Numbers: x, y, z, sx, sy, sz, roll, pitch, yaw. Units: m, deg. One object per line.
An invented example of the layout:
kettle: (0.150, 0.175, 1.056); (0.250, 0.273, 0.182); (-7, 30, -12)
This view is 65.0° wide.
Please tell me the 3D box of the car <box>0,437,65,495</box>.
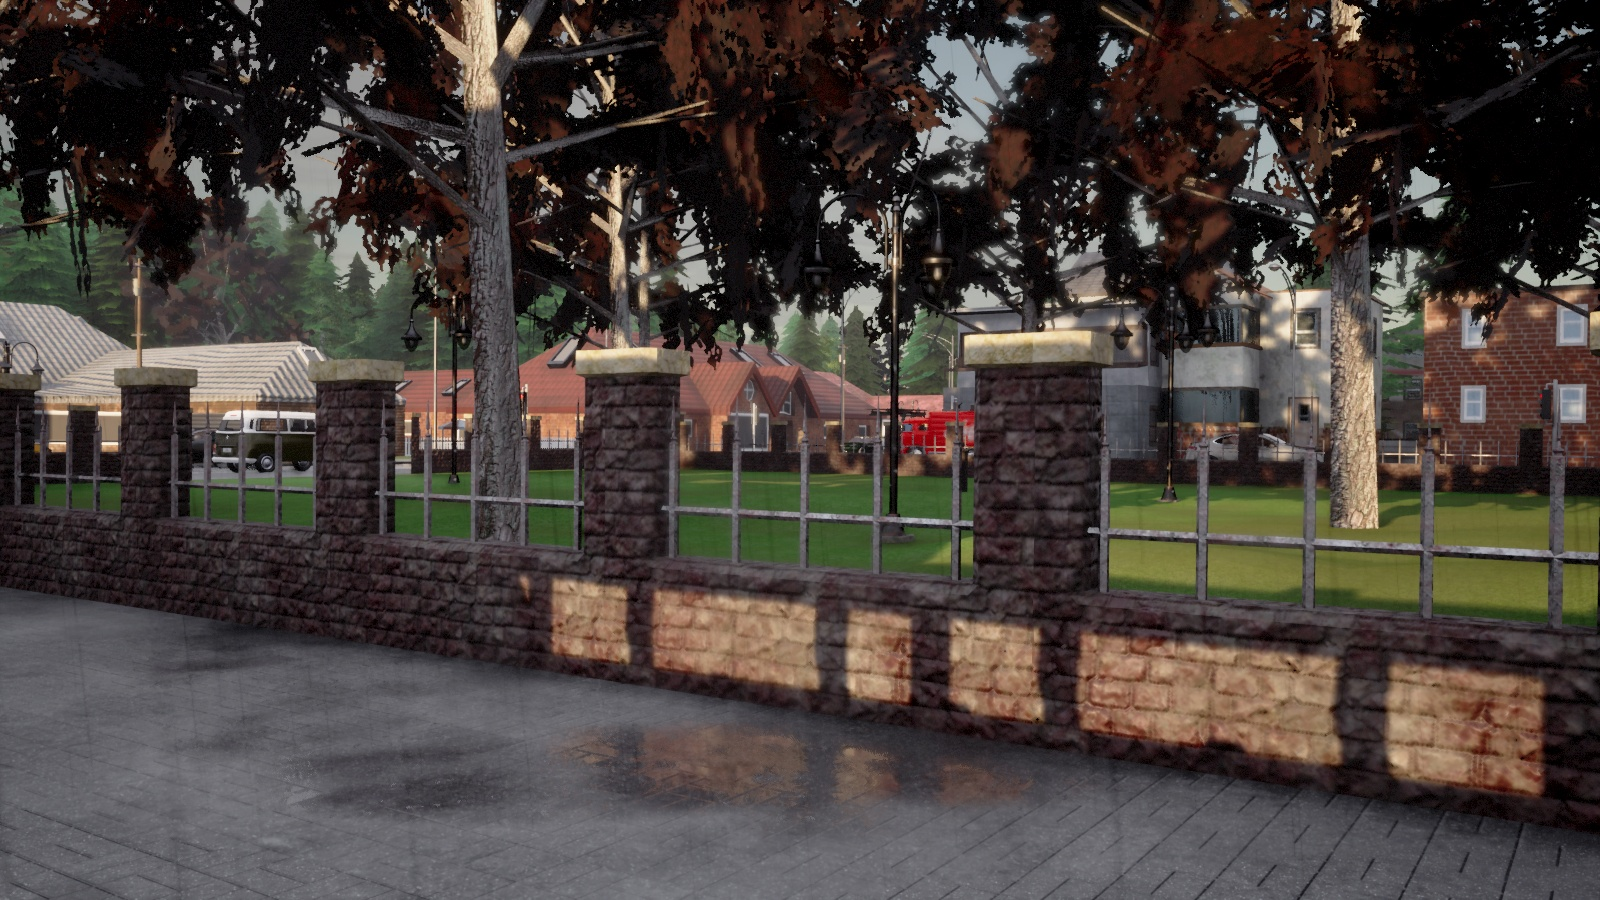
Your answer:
car: (-22.672, 0.457, 33.476); (1.882, 1.535, 5.008); (0, 1, 32)

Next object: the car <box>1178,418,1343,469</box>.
car: (15.818, -0.223, 43.176); (5.027, 1.651, 2.152); (0, 1, 31)

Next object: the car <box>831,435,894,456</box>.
car: (4.089, -0.313, 81.110); (1.895, 1.301, 4.718); (0, 1, 34)

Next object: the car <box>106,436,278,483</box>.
car: (-20.921, 0.284, 43.412); (2.128, 1.511, 4.902); (0, 1, 35)

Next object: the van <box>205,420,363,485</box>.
van: (-17.129, 0.038, 41.871); (2.069, 2.038, 4.480); (0, 1, 32)

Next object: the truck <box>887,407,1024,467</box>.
truck: (6.677, -0.555, 54.147); (5.204, 2.467, 2.627); (0, 1, 34)
